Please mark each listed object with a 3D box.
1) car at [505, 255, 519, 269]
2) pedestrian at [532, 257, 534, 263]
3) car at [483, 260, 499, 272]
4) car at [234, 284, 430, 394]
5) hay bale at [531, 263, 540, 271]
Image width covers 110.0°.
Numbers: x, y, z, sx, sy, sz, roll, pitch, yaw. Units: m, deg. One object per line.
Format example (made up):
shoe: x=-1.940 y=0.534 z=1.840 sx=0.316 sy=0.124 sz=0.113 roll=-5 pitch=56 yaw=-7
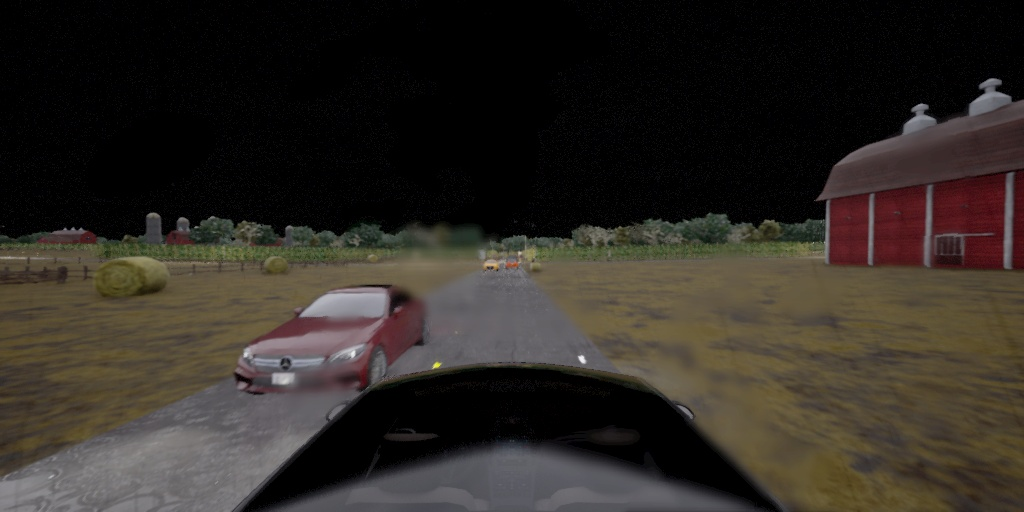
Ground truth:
car: x=0.021 y=1.155 z=58.105 sx=2.097 sy=1.767 sz=4.553 roll=0 pitch=0 yaw=0
pedestrian: x=2.829 y=1.078 z=48.999 sx=0.375 sy=1.860 sz=0.375 roll=-1 pitch=1 yaw=-10
car: x=-2.815 y=1.283 z=48.683 sx=1.882 sy=1.535 sz=5.008 roll=0 pitch=0 yaw=0
car: x=-2.842 y=1.291 z=6.823 sx=1.812 sy=1.442 sz=4.674 roll=0 pitch=0 yaw=0
hay bale: x=3.129 y=1.461 z=47.880 sx=1.220 sy=1.180 sz=1.240 roll=0 pitch=0 yaw=0
